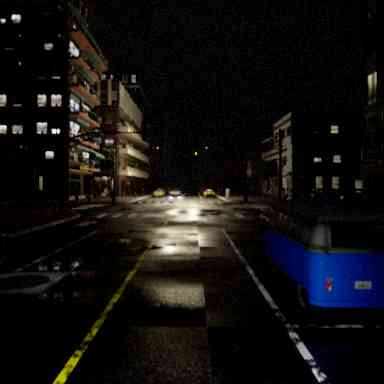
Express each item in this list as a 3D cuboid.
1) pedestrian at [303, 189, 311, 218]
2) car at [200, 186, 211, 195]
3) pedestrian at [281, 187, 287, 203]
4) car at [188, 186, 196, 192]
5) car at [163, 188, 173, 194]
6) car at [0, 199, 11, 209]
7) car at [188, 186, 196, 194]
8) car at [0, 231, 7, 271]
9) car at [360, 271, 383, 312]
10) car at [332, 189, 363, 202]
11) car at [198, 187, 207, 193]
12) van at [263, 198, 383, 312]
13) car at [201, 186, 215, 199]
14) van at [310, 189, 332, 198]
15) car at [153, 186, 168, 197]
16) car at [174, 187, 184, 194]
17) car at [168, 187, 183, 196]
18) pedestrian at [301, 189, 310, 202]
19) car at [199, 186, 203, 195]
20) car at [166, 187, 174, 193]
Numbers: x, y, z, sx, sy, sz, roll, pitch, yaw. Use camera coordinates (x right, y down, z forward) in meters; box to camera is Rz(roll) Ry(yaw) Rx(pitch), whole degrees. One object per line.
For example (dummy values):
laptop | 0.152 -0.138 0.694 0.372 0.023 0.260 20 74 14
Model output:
pedestrian | 7.518 0.728 21.695 0.375 1.860 0.375 0 1 0
car | 2.700 -0.334 68.397 2.192 1.841 5.009 0 1 0
pedestrian | 6.137 0.587 22.292 0.375 1.860 0.375 0 1 0
car | 0.009 -0.747 88.584 1.882 1.535 5.008 0 1 0
car | -5.681 -0.355 79.478 2.008 1.369 4.403 0 1 0
car | -17.463 0.837 27.822 4.206 1.307 1.802 0 1 0
car | 0.008 -0.336 78.171 2.033 1.411 5.357 0 1 0
car | -5.687 1.388 7.042 1.947 1.339 4.313 0 1 0
car | 2.660 1.545 1.329 1.802 1.307 4.206 0 1 0
car | 14.925 0.659 27.895 5.009 1.841 2.192 0 1 0
car | 2.701 -0.481 85.015 2.008 1.369 4.403 0 1 0
van | 2.661 1.164 7.010 1.690 1.788 3.998 0 1 0
car | 2.698 0.262 51.959 1.752 1.417 4.829 0 1 0
van | 14.903 0.518 36.273 3.998 1.788 1.690 0 1 0
car | -5.683 0.140 57.156 1.752 1.417 4.829 0 1 0
car | -2.992 -0.314 76.827 2.033 1.411 5.357 0 1 0
car | -3.029 0.131 60.744 1.895 1.301 4.718 0 1 1
pedestrian | 7.137 0.755 21.095 0.375 1.860 0.375 0 1 0
car | 2.699 0.062 62.865 1.802 1.307 4.206 0 1 0
car | -5.680 -0.503 84.845 1.752 1.417 4.829 0 1 0
